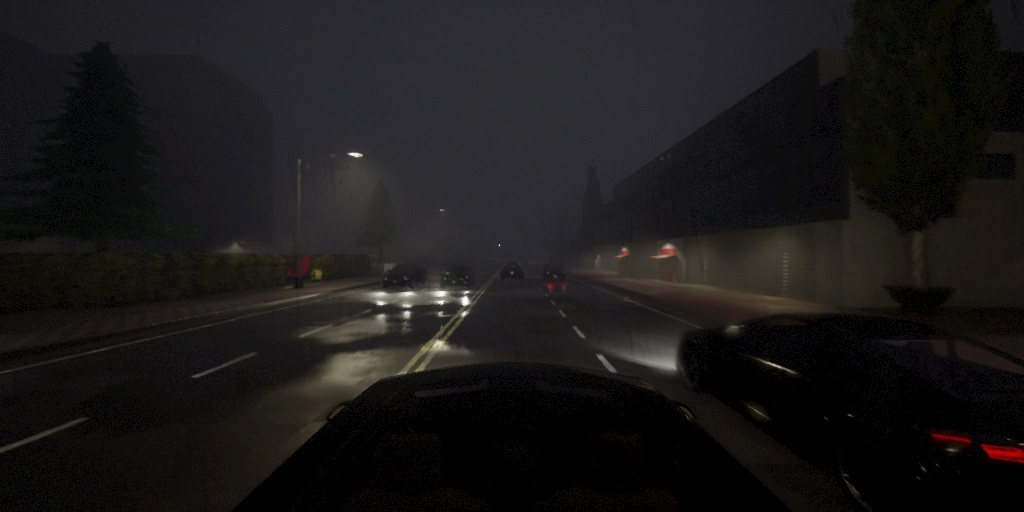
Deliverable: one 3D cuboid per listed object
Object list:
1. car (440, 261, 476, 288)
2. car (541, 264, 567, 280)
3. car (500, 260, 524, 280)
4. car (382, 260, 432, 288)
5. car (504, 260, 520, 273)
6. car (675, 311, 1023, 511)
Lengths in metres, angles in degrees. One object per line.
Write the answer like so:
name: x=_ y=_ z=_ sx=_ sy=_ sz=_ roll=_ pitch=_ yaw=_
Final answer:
car: x=-3.491 y=1.299 z=23.904 sx=1.837 sy=1.490 sz=4.892 roll=0 pitch=0 yaw=0
car: x=3.518 y=1.359 z=30.894 sx=1.895 sy=1.301 sz=4.718 roll=0 pitch=0 yaw=0
car: x=0.016 y=1.322 z=30.971 sx=1.994 sy=1.385 sz=4.181 roll=0 pitch=0 yaw=0
car: x=-6.991 y=1.272 z=23.906 sx=1.882 sy=1.535 sz=5.008 roll=0 pitch=0 yaw=0
car: x=0.057 y=1.239 z=44.250 sx=1.882 sy=1.535 sz=5.008 roll=0 pitch=0 yaw=1
car: x=3.601 y=1.314 z=4.075 sx=1.994 sy=1.385 sz=4.181 roll=0 pitch=0 yaw=0
